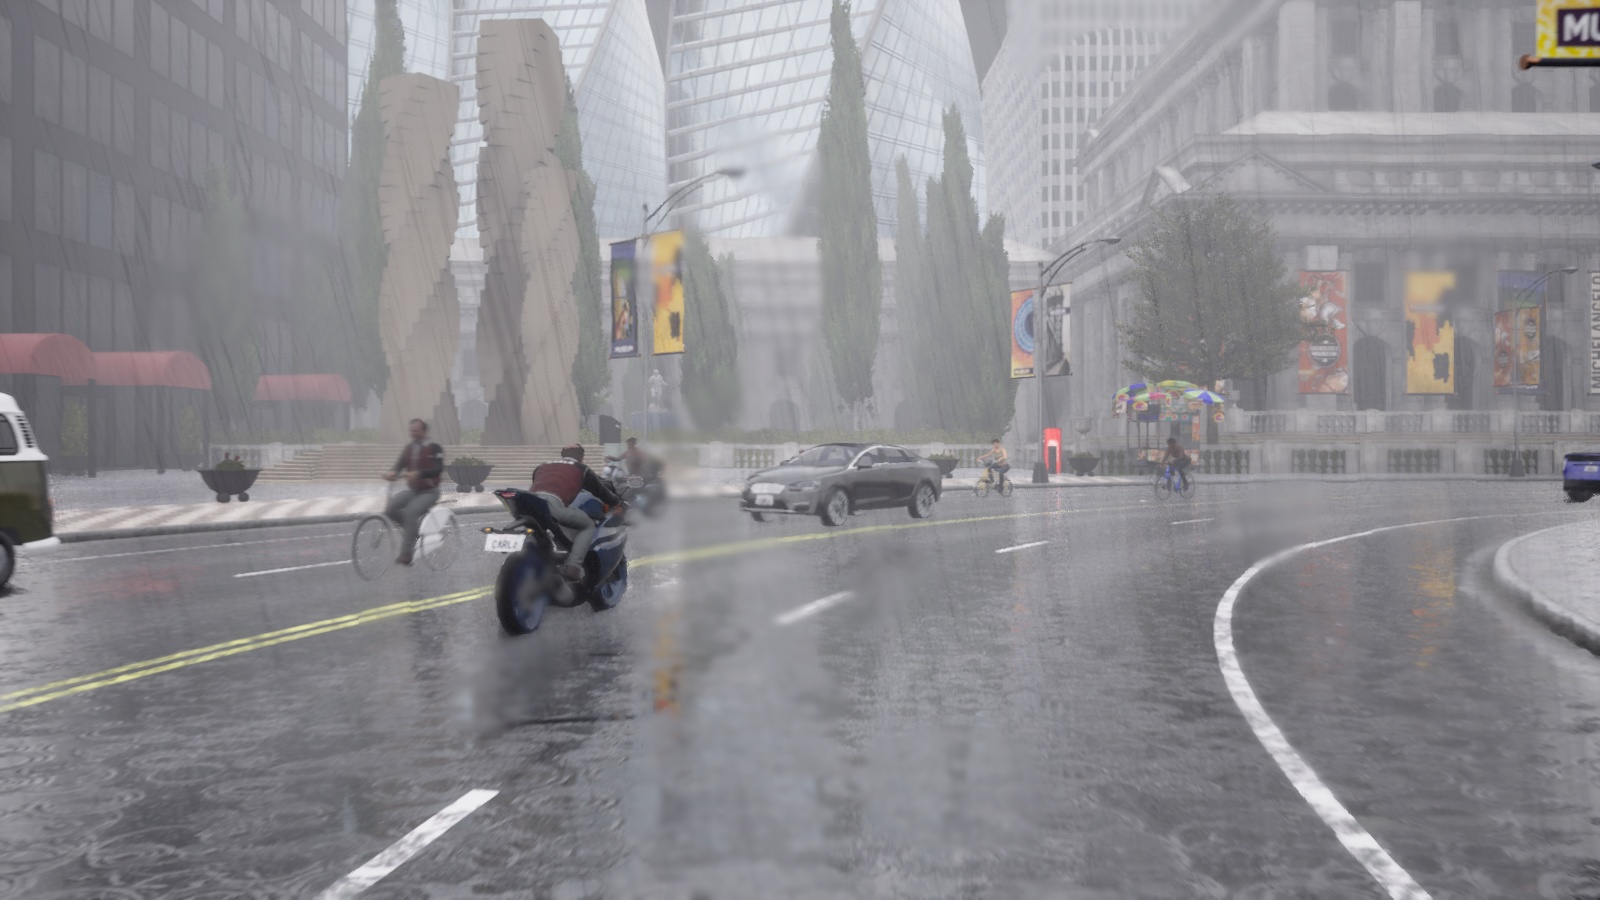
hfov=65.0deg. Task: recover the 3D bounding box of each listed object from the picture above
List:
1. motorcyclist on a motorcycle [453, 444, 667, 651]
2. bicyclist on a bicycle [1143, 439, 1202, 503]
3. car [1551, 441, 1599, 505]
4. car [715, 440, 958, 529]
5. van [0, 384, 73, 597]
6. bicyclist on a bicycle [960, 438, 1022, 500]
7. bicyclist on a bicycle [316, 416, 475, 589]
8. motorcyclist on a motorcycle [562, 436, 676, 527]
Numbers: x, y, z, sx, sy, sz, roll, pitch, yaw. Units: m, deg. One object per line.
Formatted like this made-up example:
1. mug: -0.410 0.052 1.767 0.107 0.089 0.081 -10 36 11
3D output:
1. motorcyclist on a motorcycle: -1.926 0.720 10.496 0.866 1.530 2.191 0 0 15
2. bicyclist on a bicycle: 9.743 0.527 32.790 1.656 1.620 0.582 -1 1 -36
3. car: 21.149 0.545 31.272 4.514 1.525 2.007 0 0 -25
4. car: 0.816 0.569 23.822 2.128 1.511 4.902 0 0 38
5. van: -9.033 0.396 10.943 2.069 2.038 4.480 0 0 16
6. bicyclist on a bicycle: 5.119 0.500 33.599 1.509 1.612 0.866 0 1 -40
7. bicyclist on a bicycle: -4.425 0.533 13.878 0.659 1.776 1.843 1 0 21
8. motorcyclist on a motorcycle: -3.399 0.558 23.861 0.766 1.649 2.350 1 1 34
